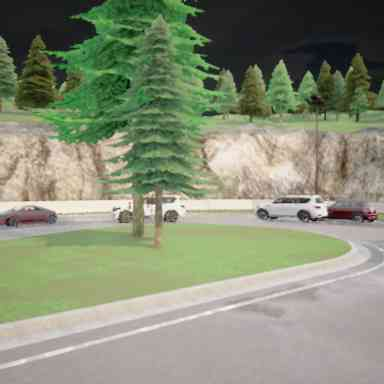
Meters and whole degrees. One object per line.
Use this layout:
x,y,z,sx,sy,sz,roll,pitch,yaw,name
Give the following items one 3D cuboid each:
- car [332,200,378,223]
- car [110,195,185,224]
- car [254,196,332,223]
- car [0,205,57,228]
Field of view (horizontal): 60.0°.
12.138,1.452,26.589,2.097,1.767,4.553,0,0,-39,car
-3.270,1.266,24.867,5.566,2.045,2.150,0,-1,-15,car
7.702,1.306,26.364,5.566,2.045,2.150,0,-1,37,car
-11.325,1.577,22.452,1.994,1.385,4.181,0,0,35,car
